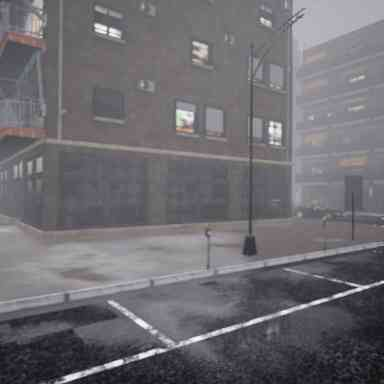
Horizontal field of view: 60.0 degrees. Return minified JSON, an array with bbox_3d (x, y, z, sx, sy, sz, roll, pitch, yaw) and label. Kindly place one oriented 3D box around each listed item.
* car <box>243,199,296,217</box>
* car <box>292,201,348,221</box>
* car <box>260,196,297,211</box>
[{"bbox_3d":[7.217,1.479,31.498,1.752,1.417,4.829,2,0,-36],"label":"car"},{"bbox_3d":[10.390,1.579,27.133,2.008,1.369,4.403,2,0,-36],"label":"car"},{"bbox_3d":[10.640,1.405,41.041,1.967,1.590,4.097,2,0,-36],"label":"car"}]
